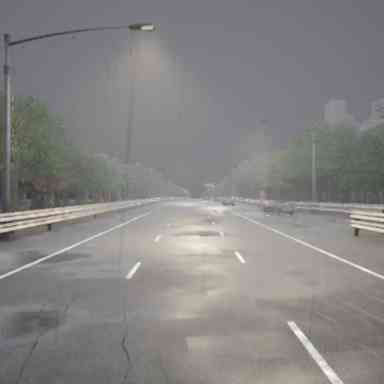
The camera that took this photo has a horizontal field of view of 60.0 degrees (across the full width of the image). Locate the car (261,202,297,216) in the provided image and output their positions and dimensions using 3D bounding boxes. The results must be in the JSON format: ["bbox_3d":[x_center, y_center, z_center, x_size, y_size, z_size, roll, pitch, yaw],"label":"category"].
[{"bbox_3d":[9.546,1.810,36.823,2.033,1.411,5.357,0,0,-14],"label":"car"}]

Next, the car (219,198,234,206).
[{"bbox_3d":[6.775,1.964,63.283,1.994,1.385,4.181,0,0,0],"label":"car"}]

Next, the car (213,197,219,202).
[{"bbox_3d":[7.003,2.178,93.010,1.812,1.442,4.674,0,-1,0],"label":"car"}]
